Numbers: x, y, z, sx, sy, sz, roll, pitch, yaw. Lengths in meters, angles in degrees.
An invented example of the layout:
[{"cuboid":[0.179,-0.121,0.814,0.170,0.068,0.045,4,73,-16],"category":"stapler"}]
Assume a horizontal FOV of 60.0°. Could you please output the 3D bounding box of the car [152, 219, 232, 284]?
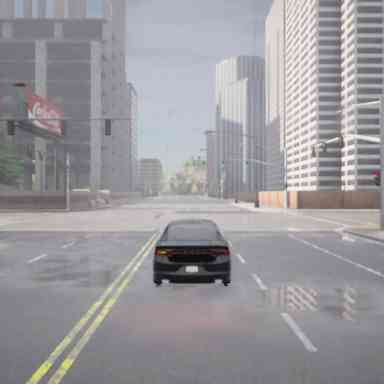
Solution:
[{"cuboid":[0.003,1.511,9.669,1.882,1.535,5.008,0,0,0],"category":"car"}]
